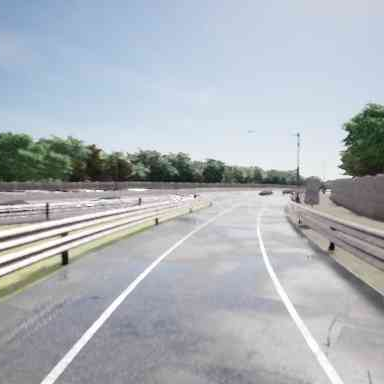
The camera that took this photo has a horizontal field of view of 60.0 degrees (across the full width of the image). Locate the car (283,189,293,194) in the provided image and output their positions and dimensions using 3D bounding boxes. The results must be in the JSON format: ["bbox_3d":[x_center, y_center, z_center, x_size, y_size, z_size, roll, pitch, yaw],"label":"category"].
[{"bbox_3d":[26.360,-0.087,91.147,2.128,1.511,4.902,1,1,33],"label":"car"}]

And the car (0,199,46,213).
[{"bbox_3d":[-14.895,1.356,28.444,1.812,1.442,4.674,1,2,33],"label":"car"}]

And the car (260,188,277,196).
[{"bbox_3d":[17.568,0.157,77.783,1.994,1.385,4.181,1,2,33],"label":"car"}]

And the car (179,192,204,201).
[{"bbox_3d":[0.062,0.766,51.172,2.033,1.411,5.357,1,2,33],"label":"car"}]

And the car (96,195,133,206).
[{"bbox_3d":[-8.729,1.088,37.815,1.812,1.442,4.674,1,2,33],"label":"car"}]
